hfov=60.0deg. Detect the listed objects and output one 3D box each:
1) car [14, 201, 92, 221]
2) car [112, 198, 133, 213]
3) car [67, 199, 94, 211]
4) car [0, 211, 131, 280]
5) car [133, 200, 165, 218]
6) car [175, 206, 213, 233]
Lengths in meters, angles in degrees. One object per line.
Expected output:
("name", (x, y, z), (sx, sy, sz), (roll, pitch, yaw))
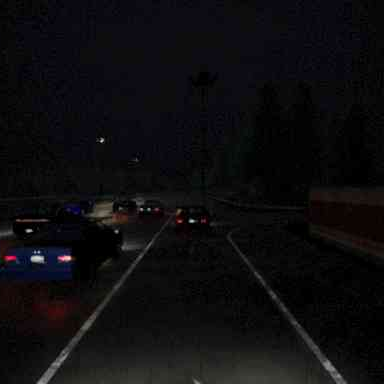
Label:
("car", (-6.904, 1.429, 16.509), (2.128, 1.511, 4.902), (0, 0, 0))
("car", (-6.909, 1.360, 34.469), (2.128, 1.511, 4.902), (0, 0, 0))
("car", (-10.409, 1.362, 30.382), (1.882, 1.535, 5.008), (0, 0, 0))
("car", (-3.403, 1.510, 9.828), (2.033, 1.411, 5.357), (0, 0, 0))
("car", (-3.408, 1.437, 28.882), (2.033, 1.411, 5.357), (0, 0, 0))
("car", (0.157, 1.475, 18.928), (2.033, 1.411, 5.357), (0, 0, 4))
